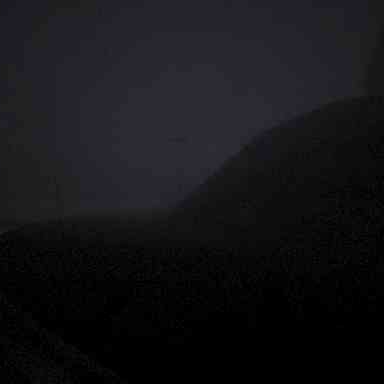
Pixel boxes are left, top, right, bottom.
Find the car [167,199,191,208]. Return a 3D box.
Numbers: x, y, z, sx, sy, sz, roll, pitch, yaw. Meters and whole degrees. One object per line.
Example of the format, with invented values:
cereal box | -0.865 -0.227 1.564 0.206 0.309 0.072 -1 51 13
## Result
car | -2.397 2.129 62.118 4.553 1.767 2.097 0 -1 -39
